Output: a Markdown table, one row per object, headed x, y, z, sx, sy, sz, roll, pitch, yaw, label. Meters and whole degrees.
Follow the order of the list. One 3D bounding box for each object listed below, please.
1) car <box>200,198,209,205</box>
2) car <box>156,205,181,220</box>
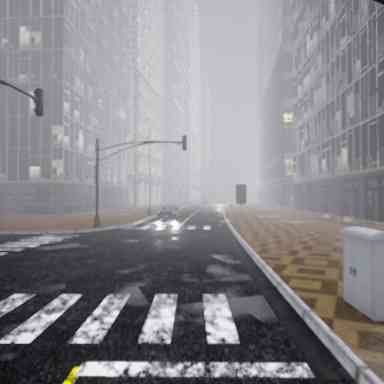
| x | y | z | sx | sy | sz | roll | pitch | yaw | label |
| --- | --- | --- | --- | --- | --- | --- | --- | --- | --- |
| 2.921 | 2.178 | 75.481 | 2.033 | 1.411 | 5.357 | 0 | 0 | 8 | car |
| -2.187 | 1.913 | 32.031 | 1.895 | 1.301 | 4.718 | 0 | 0 | 4 | car |
